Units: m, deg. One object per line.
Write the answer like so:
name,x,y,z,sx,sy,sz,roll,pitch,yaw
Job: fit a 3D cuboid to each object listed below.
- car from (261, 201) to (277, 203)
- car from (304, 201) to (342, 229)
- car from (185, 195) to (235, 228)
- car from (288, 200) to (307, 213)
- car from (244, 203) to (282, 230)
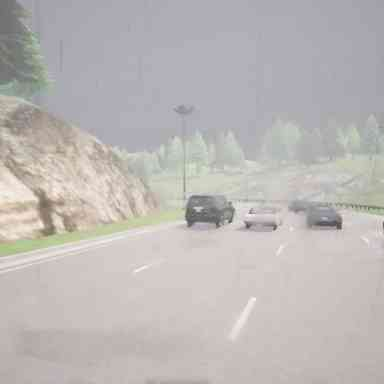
car,8.194,1.557,35.409,1.895,1.301,4.718,0,0,6
car,8.417,1.532,21.334,1.994,1.385,4.181,0,0,19
car,1.315,1.200,22.220,2.150,2.045,5.566,0,0,20
car,11.597,1.515,35.545,1.994,1.385,4.181,0,0,4
car,4.618,1.574,21.062,1.895,1.301,4.718,0,0,20
